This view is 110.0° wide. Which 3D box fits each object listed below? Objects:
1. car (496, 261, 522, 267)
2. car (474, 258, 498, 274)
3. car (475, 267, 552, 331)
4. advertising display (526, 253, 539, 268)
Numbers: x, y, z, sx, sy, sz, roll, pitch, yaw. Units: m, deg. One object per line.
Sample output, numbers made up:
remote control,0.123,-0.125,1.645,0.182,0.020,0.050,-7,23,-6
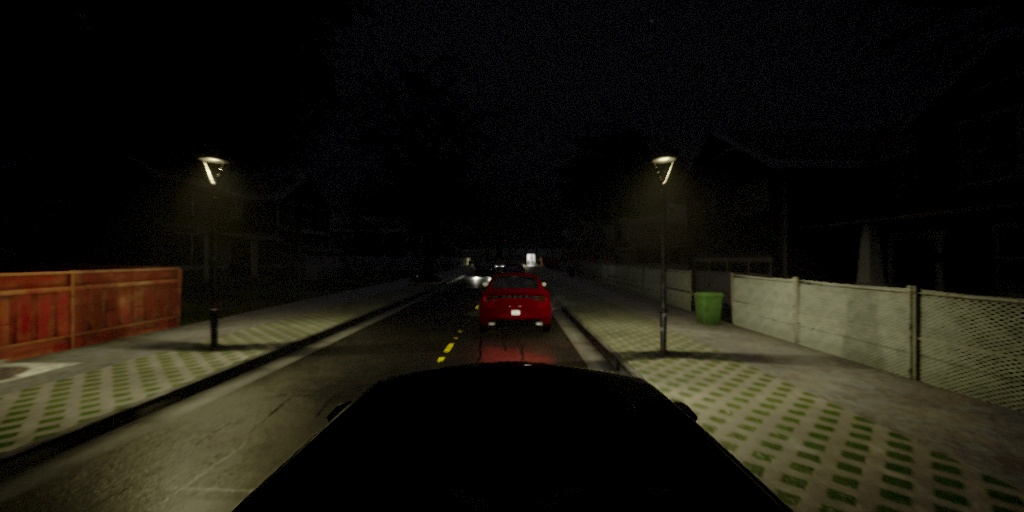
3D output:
car,0.088,1.327,27.276,2.033,1.411,5.357,0,0,0
car,-2.842,1.257,37.899,1.882,1.535,5.008,0,0,0
car,0.083,1.241,11.098,1.882,1.535,5.008,0,-1,0
advertising display,3.018,0.785,56.371,1.540,2.440,0.280,0,0,0
